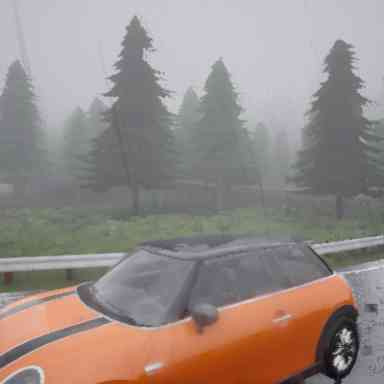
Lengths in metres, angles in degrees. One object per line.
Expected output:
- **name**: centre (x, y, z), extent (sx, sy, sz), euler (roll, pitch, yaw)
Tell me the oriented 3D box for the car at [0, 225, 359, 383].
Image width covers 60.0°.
- **car**: centre (-0.095, 1.351, 3.887), extent (4.553, 1.767, 2.097), euler (0, 0, -35)
